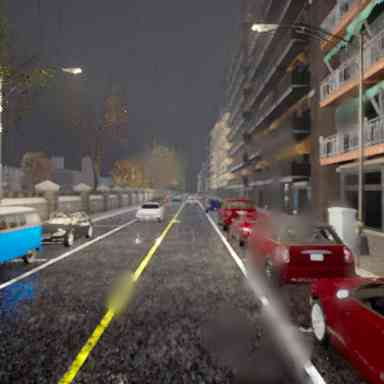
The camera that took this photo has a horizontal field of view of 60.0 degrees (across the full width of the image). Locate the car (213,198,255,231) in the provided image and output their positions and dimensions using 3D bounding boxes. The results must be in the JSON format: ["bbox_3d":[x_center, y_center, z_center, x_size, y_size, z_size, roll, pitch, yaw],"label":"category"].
[{"bbox_3d":[2.698,1.304,20.384,2.192,1.841,5.009,0,0,0],"label":"car"}]

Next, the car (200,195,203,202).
[{"bbox_3d":[2.708,1.534,54.167,1.887,1.381,4.507,0,0,0],"label":"car"}]

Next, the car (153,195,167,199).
[{"bbox_3d":[-5.672,1.555,54.171,1.947,1.339,4.313,0,0,0],"label":"car"}]

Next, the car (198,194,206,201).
[{"bbox_3d":[2.717,1.465,87.948,1.967,1.590,4.097,0,0,0],"label":"car"}]

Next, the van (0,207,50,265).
[{"bbox_3d":[-5.685,1.334,9.126,1.690,1.788,3.998,0,0,0],"label":"van"}]

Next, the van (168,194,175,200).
[{"bbox_3d":[-5.662,1.374,93.581,1.690,1.788,3.998,0,0,0],"label":"van"}]

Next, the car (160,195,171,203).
[{"bbox_3d":[-5.667,1.439,71.058,1.967,1.590,4.097,0,0,0],"label":"car"}]

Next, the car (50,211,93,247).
[{"bbox_3d":[-5.684,1.541,14.757,2.008,1.369,4.403,0,0,0],"label":"car"}]

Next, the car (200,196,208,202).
[{"bbox_3d":[2.714,1.590,76.686,1.802,1.307,4.206,0,0,0],"label":"car"}]

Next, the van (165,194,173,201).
[{"bbox_3d":[-5.665,1.357,82.320,1.690,1.788,3.998,0,0,0],"label":"van"}]

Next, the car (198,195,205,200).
[{"bbox_3d":[2.719,1.615,93.578,1.802,1.307,4.206,0,0,0],"label":"car"}]

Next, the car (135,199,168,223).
[{"bbox_3d":[-3.090,1.514,25.350,1.812,1.442,4.674,0,0,0],"label":"car"}]

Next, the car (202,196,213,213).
[{"bbox_3d":[2.362,1.514,36.095,1.812,1.442,4.674,0,0,0],"label":"car"}]

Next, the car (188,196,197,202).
[{"bbox_3d":[0.024,1.467,74.026,1.895,1.301,4.718,0,0,0],"label":"car"}]

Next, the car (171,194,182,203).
[{"bbox_3d":[-2.984,1.578,66.959,1.895,1.301,4.718,0,0,0],"label":"car"}]

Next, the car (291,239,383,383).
[{"bbox_3d":[2.692,1.542,3.495,1.887,1.381,4.507,0,0,0],"label":"car"}]

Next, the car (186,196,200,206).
[{"bbox_3d":[0.019,1.590,55.510,1.895,1.301,4.718,0,0,0],"label":"car"}]

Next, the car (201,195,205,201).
[{"bbox_3d":[2.706,1.540,48.537,2.008,1.369,4.403,0,0,0],"label":"car"}]

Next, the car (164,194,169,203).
[{"bbox_3d":[-5.671,1.572,59.801,1.802,1.307,4.206,0,0,0],"label":"car"}]

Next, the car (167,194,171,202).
[{"bbox_3d":[-5.669,1.537,65.429,1.887,1.381,4.507,0,0,0],"label":"car"}]

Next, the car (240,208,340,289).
[{"bbox_3d":[2.695,1.433,9.124,1.967,1.590,4.097,0,0,0],"label":"car"}]

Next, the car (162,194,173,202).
[{"bbox_3d":[-5.667,1.322,76.689,2.192,1.841,5.009,0,0,0],"label":"car"}]

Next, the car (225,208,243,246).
[{"bbox_3d":[2.696,1.572,14.755,1.802,1.307,4.206,0,0,0],"label":"car"}]
